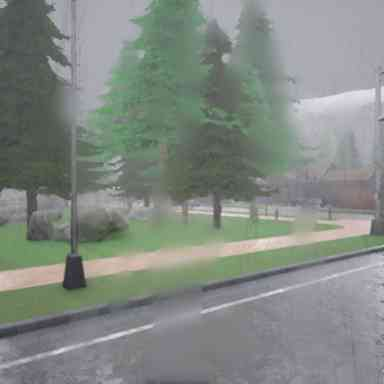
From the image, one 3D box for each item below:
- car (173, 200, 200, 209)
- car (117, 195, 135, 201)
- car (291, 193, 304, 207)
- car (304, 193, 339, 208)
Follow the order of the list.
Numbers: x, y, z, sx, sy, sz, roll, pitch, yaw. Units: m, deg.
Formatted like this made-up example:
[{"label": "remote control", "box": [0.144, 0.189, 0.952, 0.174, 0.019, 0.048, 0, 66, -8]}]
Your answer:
[{"label": "car", "box": [-0.880, 1.398, 44.784, 2.128, 1.511, 4.902, 0, 0, -38]}, {"label": "car", "box": [-11.108, 1.109, 57.469, 1.882, 1.535, 5.008, 0, 0, -44]}, {"label": "car", "box": [15.075, 1.037, 44.553, 3.866, 1.878, 1.905, 0, 0, -37]}, {"label": "car", "box": [16.909, 1.033, 42.790, 4.605, 1.855, 1.932, 0, 0, -37]}]
